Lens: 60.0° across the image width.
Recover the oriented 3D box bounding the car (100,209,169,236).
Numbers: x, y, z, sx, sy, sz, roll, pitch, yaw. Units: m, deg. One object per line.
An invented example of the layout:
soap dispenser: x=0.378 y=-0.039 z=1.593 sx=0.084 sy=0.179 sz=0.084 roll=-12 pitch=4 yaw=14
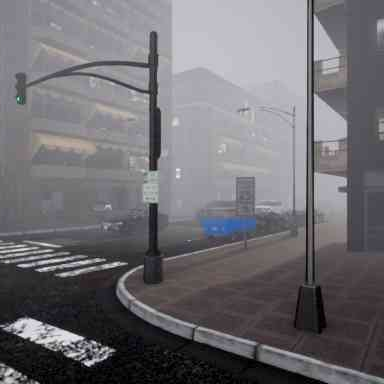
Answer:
car: x=-3.490 y=1.815 z=20.939 sx=2.128 sy=1.511 sz=4.902 roll=0 pitch=-1 yaw=35

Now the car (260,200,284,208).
car: x=8.843 y=1.955 z=38.253 sx=2.150 sy=2.045 sz=5.566 roll=0 pitch=-1 yaw=36

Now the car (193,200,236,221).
car: x=2.647 y=1.749 z=29.551 sx=2.150 sy=2.045 sz=5.566 roll=0 pitch=-1 yaw=37

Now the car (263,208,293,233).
car: x=5.304 y=2.035 z=23.393 sx=1.947 sy=1.339 sz=4.313 roll=-1 pitch=-2 yaw=35

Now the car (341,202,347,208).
car: x=40.111 y=3.376 z=86.737 sx=1.752 sy=1.417 sz=4.829 roll=-1 pitch=-2 yaw=35

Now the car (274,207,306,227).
car: x=8.514 y=2.158 z=27.906 sx=1.802 sy=1.307 sz=4.206 roll=-1 pitch=-2 yaw=35

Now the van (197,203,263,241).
van: x=2.230 y=1.704 z=18.786 sx=1.690 sy=1.788 sz=3.998 roll=-1 pitch=-2 yaw=35

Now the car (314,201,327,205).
car: x=24.155 y=2.890 z=64.301 sx=1.802 sy=1.307 sz=4.206 roll=-1 pitch=-2 yaw=35

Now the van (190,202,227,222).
van: x=1.681 y=1.903 z=32.708 sx=1.690 sy=1.788 sz=3.998 roll=-1 pitch=-2 yaw=35

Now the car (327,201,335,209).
car: x=27.364 y=2.729 z=68.821 sx=2.192 sy=1.841 sz=5.009 roll=-1 pitch=-2 yaw=35

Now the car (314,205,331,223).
car: x=11.725 y=2.233 z=32.422 sx=2.008 sy=1.369 sz=4.403 roll=-1 pitch=-2 yaw=35
